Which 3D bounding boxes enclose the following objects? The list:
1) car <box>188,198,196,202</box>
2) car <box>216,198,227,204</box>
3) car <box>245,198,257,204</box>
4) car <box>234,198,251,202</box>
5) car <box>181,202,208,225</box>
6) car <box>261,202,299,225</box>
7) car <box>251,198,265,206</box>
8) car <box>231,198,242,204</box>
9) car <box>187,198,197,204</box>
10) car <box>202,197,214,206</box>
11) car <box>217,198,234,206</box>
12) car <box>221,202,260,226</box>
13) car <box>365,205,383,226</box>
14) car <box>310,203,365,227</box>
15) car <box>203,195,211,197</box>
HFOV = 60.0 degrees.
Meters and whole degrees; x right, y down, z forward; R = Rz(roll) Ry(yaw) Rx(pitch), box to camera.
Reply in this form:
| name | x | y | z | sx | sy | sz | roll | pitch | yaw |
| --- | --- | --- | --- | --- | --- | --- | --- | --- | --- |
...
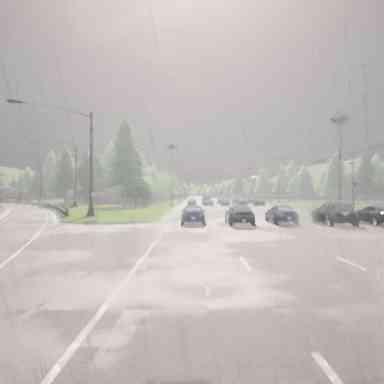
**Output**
| name | x | y | z | sx | sy | sz | roll | pitch | yaw |
| --- | --- | --- | --- | --- | --- | --- | --- | --- | --- |
| car | -0.001 | 2.197 | 69.797 | 2.128 | 1.511 | 4.902 | 0 | -1 | 0 |
| car | 6.999 | 2.124 | 78.969 | 2.128 | 1.511 | 4.902 | 0 | -1 | 0 |
| car | 13.999 | 2.099 | 78.969 | 1.837 | 1.490 | 4.892 | 0 | -1 | 0 |
| car | 10.499 | 2.172 | 69.798 | 1.837 | 1.490 | 4.892 | 0 | -1 | 0 |
| car | 0.100 | 1.784 | 26.536 | 1.812 | 1.442 | 4.674 | 0 | 0 | 0 |
| car | 7.100 | 1.784 | 26.506 | 1.812 | 1.442 | 4.674 | 0 | 0 | 0 |
| car | 13.999 | 2.149 | 69.798 | 1.882 | 1.535 | 5.008 | 0 | -1 | 0 |
| car | 10.499 | 2.099 | 78.969 | 1.837 | 1.490 | 4.892 | 0 | -1 | 0 |
| car | -0.001 | 2.124 | 78.969 | 2.128 | 1.511 | 4.902 | 0 | -1 | 0 |
| car | 3.499 | 2.224 | 69.797 | 1.994 | 1.385 | 4.181 | 0 | -1 | 0 |
| car | 6.999 | 2.197 | 69.797 | 2.128 | 1.511 | 4.902 | 0 | -1 | 0 |
| car | 3.599 | 1.753 | 25.445 | 1.837 | 1.490 | 4.892 | 0 | 0 | 0 |
| car | 14.100 | 1.753 | 25.439 | 1.837 | 1.490 | 4.892 | 0 | 0 | 0 |
| car | 10.599 | 1.595 | 25.066 | 2.097 | 1.767 | 4.553 | 0 | -1 | 0 |
| car | 3.499 | 1.824 | 79.002 | 2.150 | 2.045 | 5.566 | 0 | -1 | 0 |
